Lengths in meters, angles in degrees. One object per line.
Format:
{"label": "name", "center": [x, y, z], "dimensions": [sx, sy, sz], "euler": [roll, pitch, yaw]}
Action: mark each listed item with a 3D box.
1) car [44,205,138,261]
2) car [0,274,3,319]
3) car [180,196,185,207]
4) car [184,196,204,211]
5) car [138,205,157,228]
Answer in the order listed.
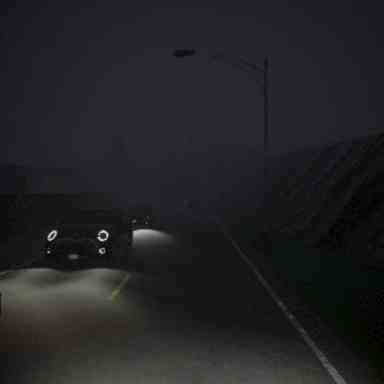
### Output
{"label": "car", "center": [-3.524, 1.349, 12.163], "dimensions": [2.097, 1.767, 4.553], "euler": [0, 0, 0]}
{"label": "car", "center": [-3.597, 1.214, 2.141], "dimensions": [2.150, 2.045, 5.566], "euler": [0, 0, 0]}
{"label": "car", "center": [-0.637, 1.368, 50.892], "dimensions": [2.097, 1.767, 4.553], "euler": [0, 0, -8]}
{"label": "car", "center": [0.293, 1.540, 40.690], "dimensions": [1.812, 1.442, 4.674], "euler": [0, 0, -1]}
{"label": "car", "center": [-3.443, 1.564, 22.131], "dimensions": [1.994, 1.385, 4.181], "euler": [0, 0, 0]}
